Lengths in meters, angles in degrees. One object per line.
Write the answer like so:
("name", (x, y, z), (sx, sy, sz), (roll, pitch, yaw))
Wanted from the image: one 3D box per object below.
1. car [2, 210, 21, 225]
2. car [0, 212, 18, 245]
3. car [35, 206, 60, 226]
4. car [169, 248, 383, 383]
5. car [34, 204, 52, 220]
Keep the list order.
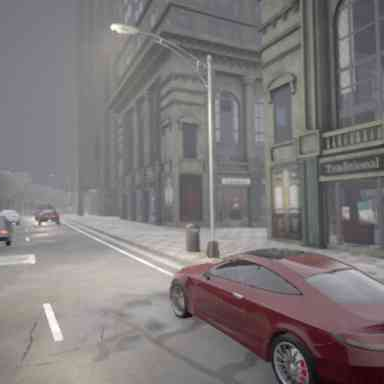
("car", (-17.970, 2.479, 32.707), (1.812, 1.442, 4.674), (0, -2, -25))
("car", (-10.448, 1.971, 17.437), (2.033, 1.411, 5.357), (0, -2, -27))
("car", (-13.946, 2.404, 32.286), (1.837, 1.490, 4.892), (0, -2, -26))
("car", (1.265, 1.635, 5.339), (1.812, 1.442, 4.674), (1, -1, -29))
("car", (-18.302, 2.485, 41.277), (2.150, 2.045, 5.566), (0, -2, -24))
